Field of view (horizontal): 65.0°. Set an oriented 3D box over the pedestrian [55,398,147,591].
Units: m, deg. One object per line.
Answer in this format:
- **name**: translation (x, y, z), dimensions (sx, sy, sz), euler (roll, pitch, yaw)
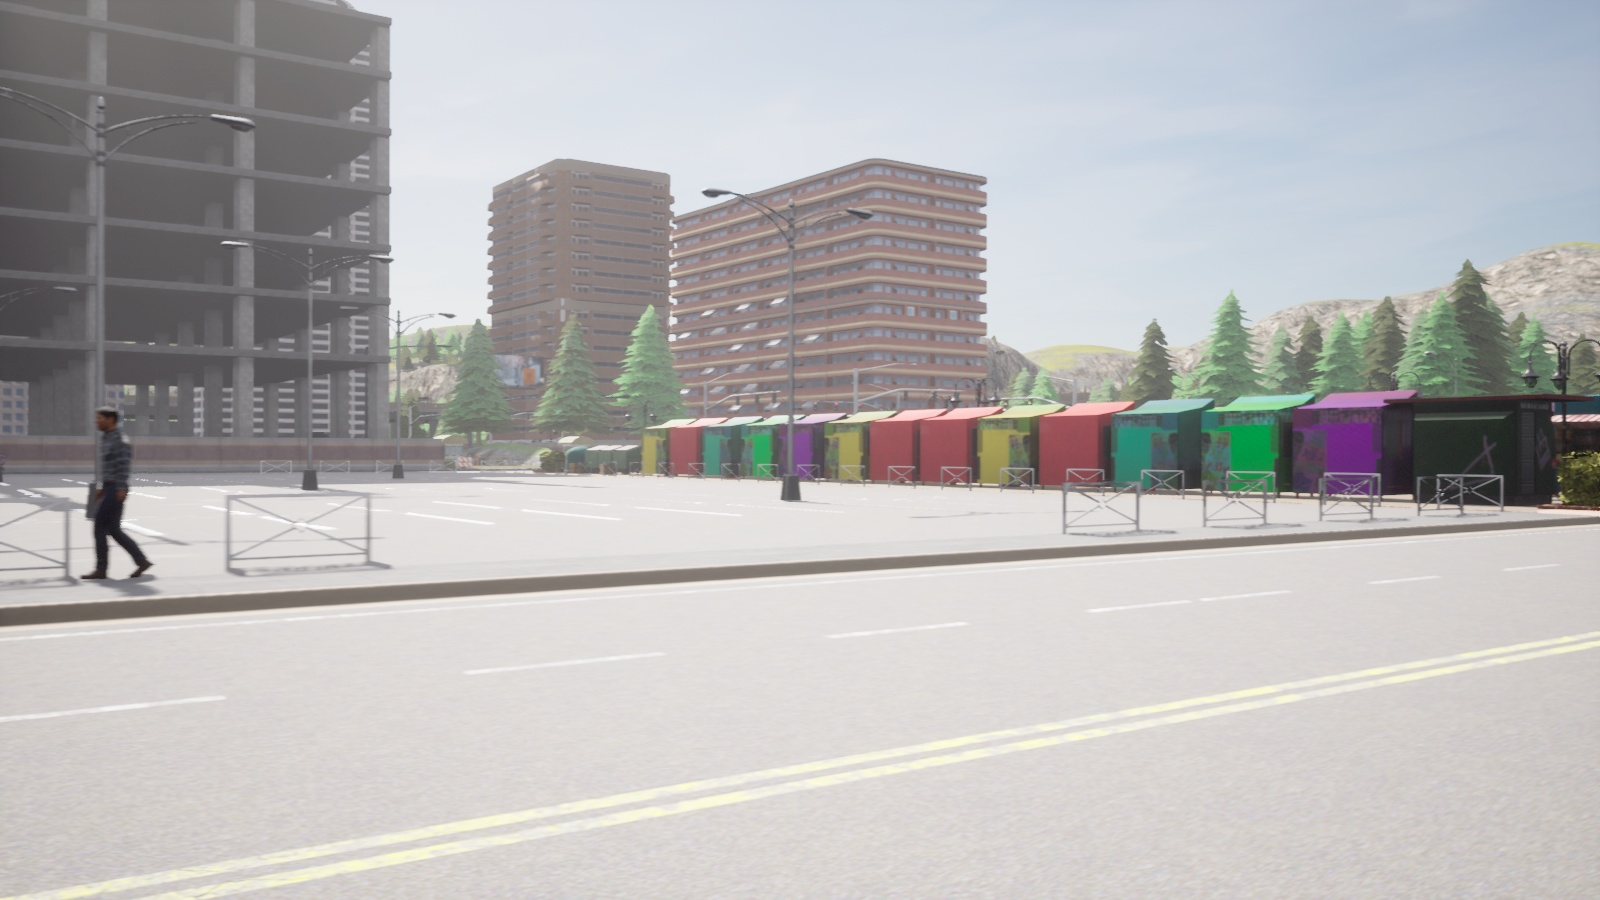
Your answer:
- **pedestrian**: translation (-7.253, 0.449, 13.039), dimensions (0.788, 1.949, 0.423), euler (0, 0, -35)
